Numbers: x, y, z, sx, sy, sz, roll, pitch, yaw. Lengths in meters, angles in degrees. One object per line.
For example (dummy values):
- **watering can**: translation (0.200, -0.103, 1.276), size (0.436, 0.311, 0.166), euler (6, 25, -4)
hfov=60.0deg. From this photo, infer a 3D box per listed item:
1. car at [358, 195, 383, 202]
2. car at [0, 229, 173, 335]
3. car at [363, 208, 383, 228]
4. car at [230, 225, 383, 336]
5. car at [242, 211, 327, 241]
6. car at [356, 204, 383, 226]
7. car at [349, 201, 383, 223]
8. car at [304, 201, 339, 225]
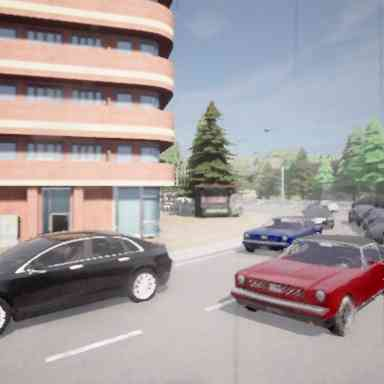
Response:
- **car**: translation (20.481, 1.412, 37.793), size (2.150, 2.045, 5.566), euler (0, 0, -5)
- **car**: translation (-2.630, 1.578, 6.737), size (4.892, 1.490, 1.837), euler (0, -1, -41)
- **car**: translation (8.883, 1.634, 14.685), size (1.994, 1.385, 4.181), euler (-1, -1, 30)
- **car**: translation (2.872, 1.644, 7.014), size (1.895, 1.301, 4.718), euler (-1, -1, 44)
- **car**: translation (3.845, 1.692, 13.648), size (1.895, 1.301, 4.718), euler (-1, -1, 35)
- **car**: translation (11.201, 1.647, 19.535), size (2.033, 1.411, 5.357), euler (-1, 0, 21)
- **car**: translation (12.674, 1.650, 24.188), size (1.812, 1.442, 4.674), euler (0, 0, 15)
- **car**: translation (8.649, 1.628, 22.831), size (2.128, 1.511, 4.902), euler (0, 0, 19)
